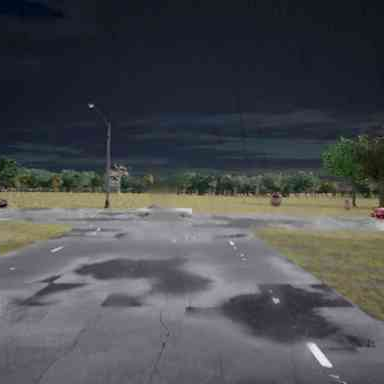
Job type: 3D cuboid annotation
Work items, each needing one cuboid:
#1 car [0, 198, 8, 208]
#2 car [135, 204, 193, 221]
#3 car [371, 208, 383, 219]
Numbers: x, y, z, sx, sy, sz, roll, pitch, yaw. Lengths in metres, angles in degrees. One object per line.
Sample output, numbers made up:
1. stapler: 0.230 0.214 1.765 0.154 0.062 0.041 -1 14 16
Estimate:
1. car: -21.673 1.052 34.888 4.181 1.385 1.994 2 1 0
2. car: -2.252 1.640 27.841 4.718 1.301 1.895 1 0 0
3. car: 21.852 2.056 34.723 5.566 2.045 2.150 0 1 0
